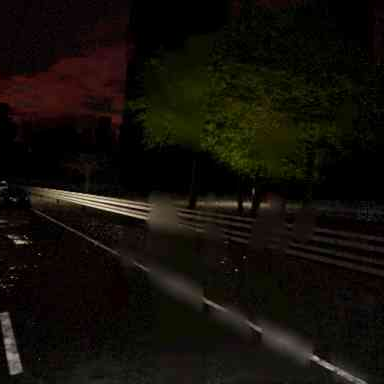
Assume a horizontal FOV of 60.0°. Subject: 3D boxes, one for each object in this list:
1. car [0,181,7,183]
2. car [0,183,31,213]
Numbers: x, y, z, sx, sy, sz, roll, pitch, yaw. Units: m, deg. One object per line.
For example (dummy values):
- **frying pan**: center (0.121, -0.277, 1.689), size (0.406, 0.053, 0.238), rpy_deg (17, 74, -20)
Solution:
- **car**: center (-22.041, -0.206, 37.666), size (2.150, 2.045, 5.566), rpy_deg (2, 0, -33)
- **car**: center (-13.171, 0.502, 24.333), size (2.097, 1.767, 4.553), rpy_deg (2, 1, -33)
